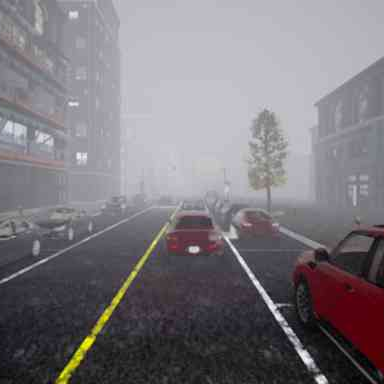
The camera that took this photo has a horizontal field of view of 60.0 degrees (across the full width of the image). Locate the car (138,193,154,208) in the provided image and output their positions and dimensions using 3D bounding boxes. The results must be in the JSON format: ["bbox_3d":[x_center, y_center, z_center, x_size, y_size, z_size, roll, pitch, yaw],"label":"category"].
[{"bbox_3d":[-5.686,0.887,36.881,1.967,1.590,4.097,0,1,0],"label":"car"}]

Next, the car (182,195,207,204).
[{"bbox_3d":[0.086,1.164,28.856,1.895,1.301,4.718,0,1,0],"label":"car"}]

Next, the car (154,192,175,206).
[{"bbox_3d":[-3.090,0.963,40.203,1.994,1.385,4.181,0,1,0],"label":"car"}]

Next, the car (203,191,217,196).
[{"bbox_3d":[2.695,0.890,42.590,1.752,1.417,4.829,0,1,0],"label":"car"}]

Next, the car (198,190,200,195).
[{"bbox_3d":[2.699,0.239,91.447,2.008,1.369,4.403,0,1,0],"label":"car"}]

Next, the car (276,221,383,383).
[{"bbox_3d":[2.692,1.255,3.649,2.192,1.841,5.009,0,1,0],"label":"car"}]

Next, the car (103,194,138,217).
[{"bbox_3d":[-5.688,1.048,25.803,1.967,1.590,4.097,0,1,0],"label":"car"}]

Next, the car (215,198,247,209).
[{"bbox_3d":[2.692,1.254,20.267,1.947,1.339,4.313,0,1,0],"label":"car"}]

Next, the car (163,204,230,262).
[{"bbox_3d":[0.071,1.347,11.292,1.812,1.442,4.674,0,1,0],"label":"car"}]

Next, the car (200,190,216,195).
[{"bbox_3d":[2.695,0.602,47.956,2.192,1.841,5.009,0,1,0],"label":"car"}]

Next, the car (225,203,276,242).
[{"bbox_3d":[2.692,1.352,14.728,1.802,1.307,4.206,0,1,0],"label":"car"}]

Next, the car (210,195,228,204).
[{"bbox_3d":[2.693,1.158,25.803,2.008,1.369,4.403,0,1,0],"label":"car"}]

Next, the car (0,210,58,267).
[{"bbox_3d":[-5.689,1.405,9.190,2.008,1.369,4.403,0,1,0],"label":"car"}]

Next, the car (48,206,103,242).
[{"bbox_3d":[-5.688,1.320,14.728,2.008,1.369,4.403,0,1,0],"label":"car"}]

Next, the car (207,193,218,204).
[{"bbox_3d":[2.693,1.093,31.343,1.947,1.339,4.313,0,1,0],"label":"car"}]

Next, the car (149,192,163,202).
[{"bbox_3d":[-5.686,0.735,53.330,1.752,1.417,4.829,0,1,0],"label":"car"}]
